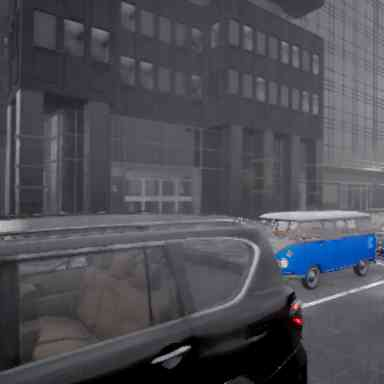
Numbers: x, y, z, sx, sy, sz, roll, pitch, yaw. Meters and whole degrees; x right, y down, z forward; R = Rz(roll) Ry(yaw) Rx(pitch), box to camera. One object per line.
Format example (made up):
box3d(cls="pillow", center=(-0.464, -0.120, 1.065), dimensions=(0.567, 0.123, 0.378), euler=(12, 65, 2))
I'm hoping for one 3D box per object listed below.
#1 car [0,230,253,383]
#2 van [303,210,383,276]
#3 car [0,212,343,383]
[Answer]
box3d(cls="car", center=(-1.244, 1.571, 5.758), dimensions=(4.403, 1.369, 2.008), euler=(1, 0, -35))
box3d(cls="van", center=(3.347, 1.414, 9.032), dimensions=(3.998, 1.788, 1.690), euler=(1, 0, -35))
box3d(cls="car", center=(-1.554, 1.221, 2.270), dimensions=(5.566, 2.045, 2.150), euler=(1, 0, -35))
